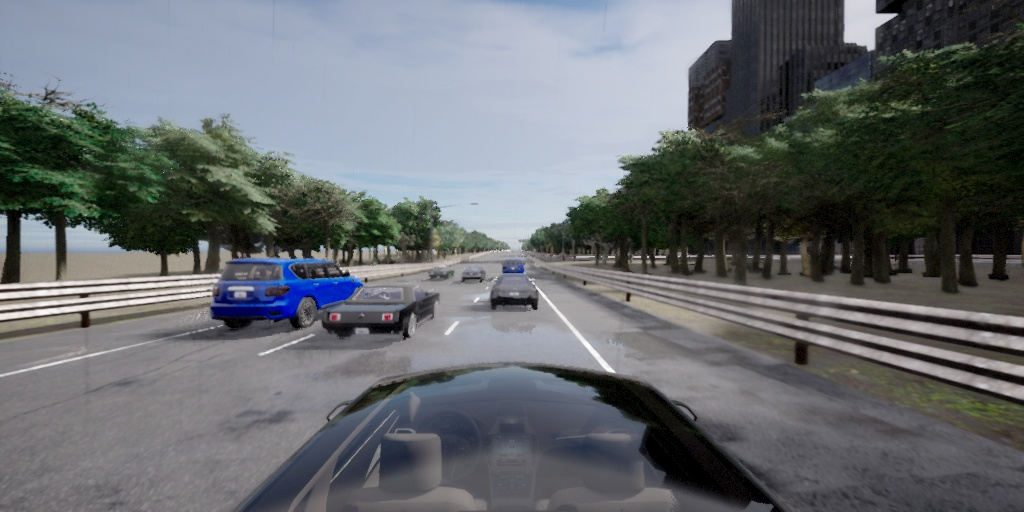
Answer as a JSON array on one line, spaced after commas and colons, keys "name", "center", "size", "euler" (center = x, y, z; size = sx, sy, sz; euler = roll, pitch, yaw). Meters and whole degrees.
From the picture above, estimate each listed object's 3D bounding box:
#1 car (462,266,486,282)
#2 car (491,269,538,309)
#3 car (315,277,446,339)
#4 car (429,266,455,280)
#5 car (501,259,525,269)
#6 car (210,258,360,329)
[{"name": "car", "center": [-3.391, 1.608, 32.525], "size": [2.033, 1.411, 5.357], "euler": [0, 0, 0]}, {"name": "car", "center": [0.099, 1.473, 16.021], "size": [1.994, 1.385, 4.181], "euler": [0, -1, 0]}, {"name": "car", "center": [-3.412, 1.451, 10.425], "size": [1.895, 1.301, 4.718], "euler": [0, -1, 0]}, {"name": "car", "center": [-6.891, 1.689, 35.883], "size": [1.895, 1.301, 4.718], "euler": [0, 0, 0]}, {"name": "car", "center": [0.110, 1.313, 36.417], "size": [2.150, 2.045, 5.566], "euler": [0, 0, 0]}, {"name": "car", "center": [-6.906, 1.091, 11.834], "size": [2.150, 2.045, 5.566], "euler": [0, 0, 0]}]
